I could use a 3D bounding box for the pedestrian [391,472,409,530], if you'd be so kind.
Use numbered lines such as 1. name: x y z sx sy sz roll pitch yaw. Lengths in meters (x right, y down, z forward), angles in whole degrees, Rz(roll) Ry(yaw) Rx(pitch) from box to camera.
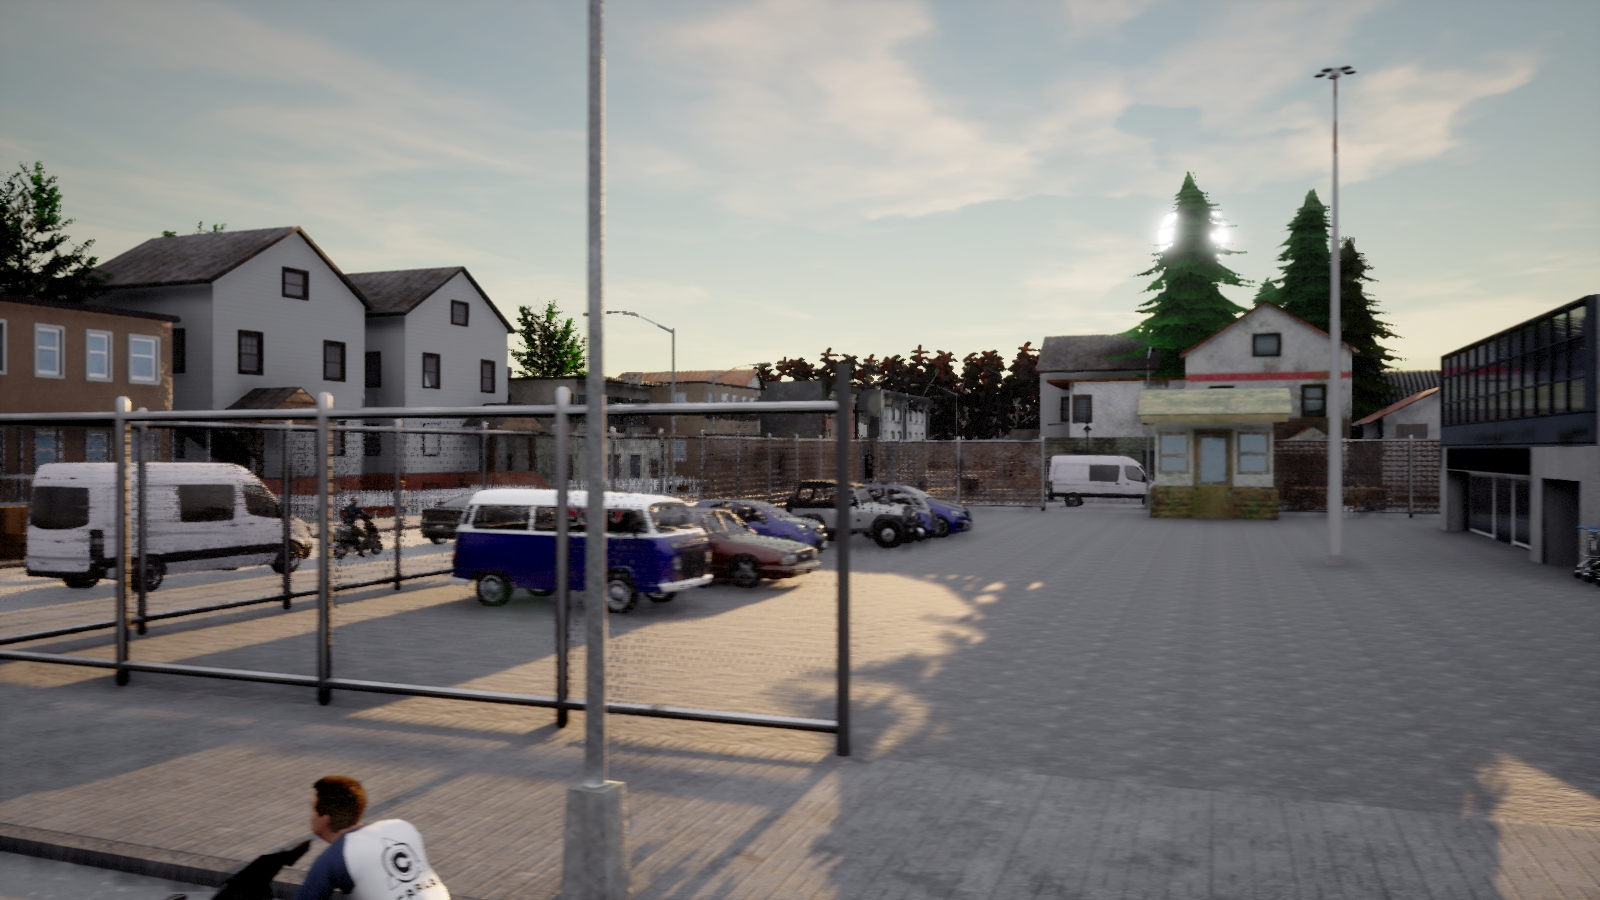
1. pedestrian: -12.810 1.628 36.615 0.375 1.860 0.375 0 0 29

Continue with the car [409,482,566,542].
1. car: -9.377 1.814 34.789 2.097 1.535 5.006 0 0 20

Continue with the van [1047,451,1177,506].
1. van: 15.092 1.314 55.297 5.915 2.561 1.988 0 0 20

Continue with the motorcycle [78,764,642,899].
1. motorcycle: -1.711 1.992 4.473 2.033 1.145 0.803 -1 0 20

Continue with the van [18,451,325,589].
1. van: -13.123 1.314 24.462 1.988 2.561 5.915 0 0 20
